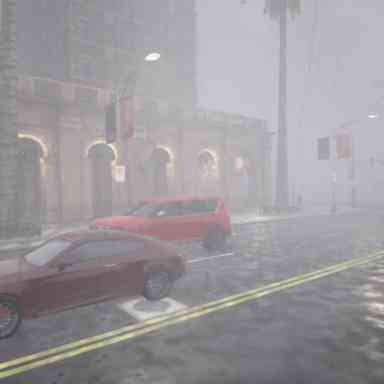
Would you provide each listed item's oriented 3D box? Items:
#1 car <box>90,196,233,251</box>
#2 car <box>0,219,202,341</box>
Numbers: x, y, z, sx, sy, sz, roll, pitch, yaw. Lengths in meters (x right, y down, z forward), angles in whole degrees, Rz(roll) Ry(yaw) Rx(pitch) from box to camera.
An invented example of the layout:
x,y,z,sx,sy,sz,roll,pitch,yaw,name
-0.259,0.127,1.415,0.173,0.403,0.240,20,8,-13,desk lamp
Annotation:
x,y,z,sx,sy,sz,roll,pitch,yaw,name
-1.003,1.178,12.052,5.566,2.045,2.150,-1,0,-38,car
-2.249,1.532,6.676,4.674,1.442,1.812,-1,0,-38,car
